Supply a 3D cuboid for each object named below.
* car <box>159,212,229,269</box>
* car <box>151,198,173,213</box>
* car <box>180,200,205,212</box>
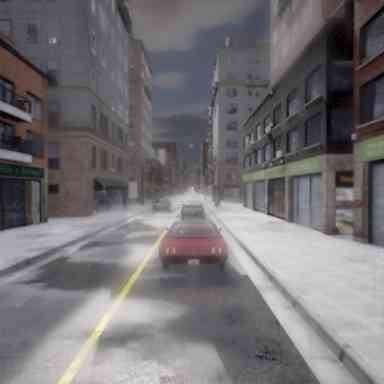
[{"bbox_3d":[0.063,1.566,11.034,1.895,1.301,4.718,0,0,0],"label":"car"},{"bbox_3d":[-3.060,1.386,34.732,1.837,1.490,4.892,0,0,0],"label":"car"},{"bbox_3d":[0.073,1.399,27.233,2.128,1.511,4.902,0,0,0],"label":"car"}]
